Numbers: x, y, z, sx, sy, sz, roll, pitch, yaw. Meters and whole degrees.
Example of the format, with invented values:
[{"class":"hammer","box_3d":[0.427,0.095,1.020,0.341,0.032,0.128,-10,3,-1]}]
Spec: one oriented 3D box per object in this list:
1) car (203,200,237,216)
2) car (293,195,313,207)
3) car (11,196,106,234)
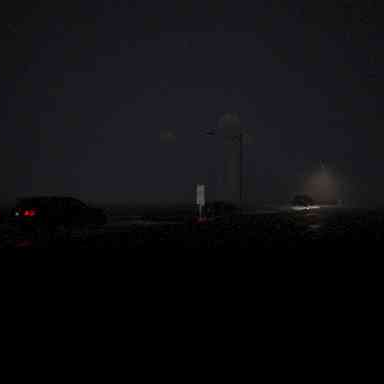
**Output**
[{"class":"car","box_3d":[3.093,1.651,35.454,2.128,1.511,4.902,1,0,35]},{"class":"car","box_3d":[19.645,1.545,58.678,2.150,2.045,5.566,1,0,36]},{"class":"car","box_3d":[-7.838,1.289,20.127,2.150,2.045,5.566,1,0,36]}]
